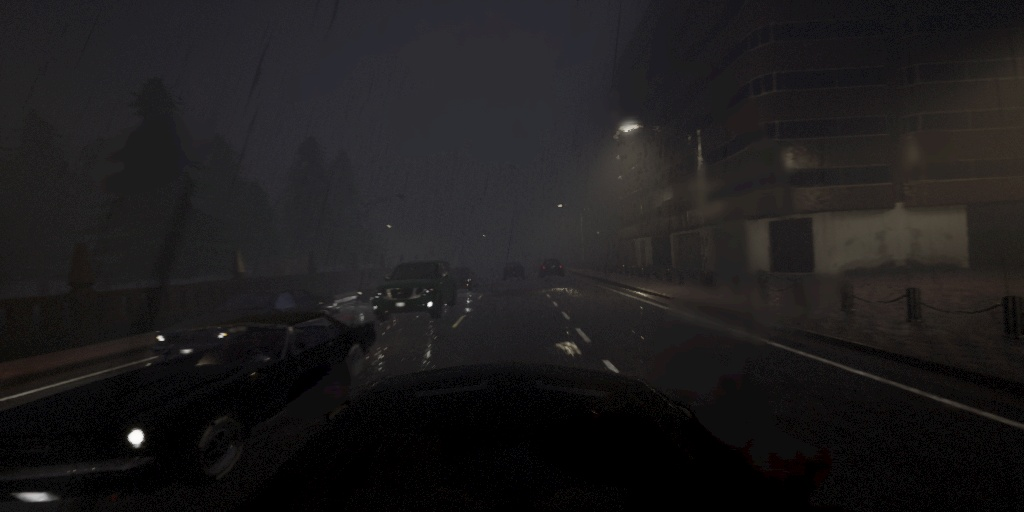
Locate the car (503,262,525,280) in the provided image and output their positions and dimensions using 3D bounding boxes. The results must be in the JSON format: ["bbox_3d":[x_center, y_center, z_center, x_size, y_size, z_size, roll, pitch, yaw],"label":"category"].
[{"bbox_3d":[0.200,1.378,34.252,1.882,1.535,5.008,-3,-1,1],"label":"car"}]

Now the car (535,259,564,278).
[{"bbox_3d":[3.692,1.073,34.558,2.097,1.767,4.553,-3,0,1],"label":"car"}]

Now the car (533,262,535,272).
[{"bbox_3d":[3.762,1.129,46.135,2.097,1.767,4.553,-3,0,1],"label":"car"}]

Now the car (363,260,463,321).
[{"bbox_3d":[-3.614,1.219,14.367,2.150,2.045,5.566,-3,0,0],"label":"car"}]

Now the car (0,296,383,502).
[{"bbox_3d":[-3.662,1.555,4.967,1.895,1.301,4.718,-3,0,0],"label":"car"}]

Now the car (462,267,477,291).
[{"bbox_3d":[-3.508,1.550,24.735,1.837,1.490,4.892,-3,0,1],"label":"car"}]

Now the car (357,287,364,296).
[{"bbox_3d":[-7.042,1.755,20.744,2.033,1.411,5.357,-3,0,0],"label":"car"}]

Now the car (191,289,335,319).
[{"bbox_3d":[-7.120,1.708,10.503,2.033,1.411,5.357,-3,0,0],"label":"car"}]
